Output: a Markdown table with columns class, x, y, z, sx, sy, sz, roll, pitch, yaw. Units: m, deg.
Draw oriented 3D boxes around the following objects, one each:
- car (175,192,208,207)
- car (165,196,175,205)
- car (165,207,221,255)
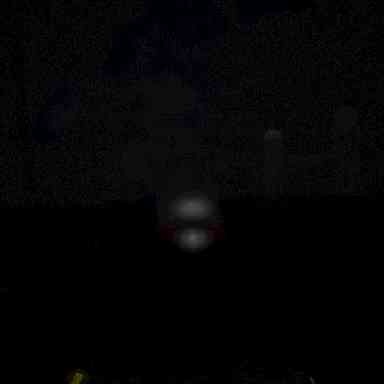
| class | x | y | z | sx | sy | sz | roll | pitch | yaw |
| --- | --- | --- | --- | --- | --- | --- | --- | --- | --- |
| car | 0.067 | 1.029 | 26.712 | 2.150 | 2.045 | 5.566 | 0 | 1 | 1 |
| car | -2.740 | 1.229 | 48.488 | 1.994 | 1.385 | 4.181 | 0 | 0 | 1 |
| car | 0.063 | 1.494 | 13.042 | 1.994 | 1.385 | 4.181 | 0 | 1 | 1 |
